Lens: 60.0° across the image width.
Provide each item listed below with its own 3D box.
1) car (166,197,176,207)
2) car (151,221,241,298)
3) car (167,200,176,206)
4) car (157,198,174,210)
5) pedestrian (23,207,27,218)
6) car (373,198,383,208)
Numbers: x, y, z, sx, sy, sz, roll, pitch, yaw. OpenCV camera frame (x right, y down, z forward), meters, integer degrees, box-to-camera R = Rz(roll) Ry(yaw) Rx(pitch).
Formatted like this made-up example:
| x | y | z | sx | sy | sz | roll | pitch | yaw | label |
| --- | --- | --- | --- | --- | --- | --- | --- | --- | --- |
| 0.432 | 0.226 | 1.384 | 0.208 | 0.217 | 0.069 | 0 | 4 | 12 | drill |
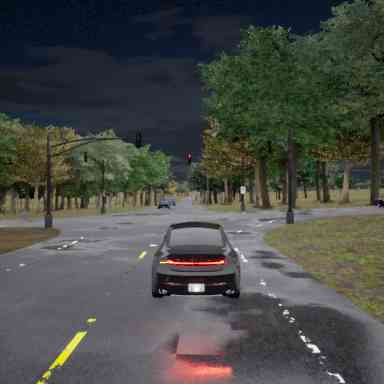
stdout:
| x | y | z | sx | sy | sz | roll | pitch | yaw | label |
| --- | --- | --- | --- | --- | --- | --- | --- | --- | --- |
| -4.514 | 1.948 | 67.704 | 2.150 | 2.045 | 5.566 | 0 | -2 | -1 | car |
| 0.084 | 1.508 | 8.517 | 1.837 | 1.490 | 4.892 | 0 | 0 | 0 | car |
| -4.751 | 2.519 | 78.568 | 2.033 | 1.411 | 5.357 | 0 | -1 | -1 | car |
| -4.195 | 2.006 | 50.264 | 1.895 | 1.301 | 4.718 | 0 | -1 | -1 | car |
| -18.108 | 2.202 | 36.112 | 0.375 | 1.300 | 0.375 | 0 | 1 | 2 | pedestrian |
| 19.525 | 0.784 | 30.819 | 4.718 | 1.301 | 1.895 | -2 | -1 | 2 | car |
